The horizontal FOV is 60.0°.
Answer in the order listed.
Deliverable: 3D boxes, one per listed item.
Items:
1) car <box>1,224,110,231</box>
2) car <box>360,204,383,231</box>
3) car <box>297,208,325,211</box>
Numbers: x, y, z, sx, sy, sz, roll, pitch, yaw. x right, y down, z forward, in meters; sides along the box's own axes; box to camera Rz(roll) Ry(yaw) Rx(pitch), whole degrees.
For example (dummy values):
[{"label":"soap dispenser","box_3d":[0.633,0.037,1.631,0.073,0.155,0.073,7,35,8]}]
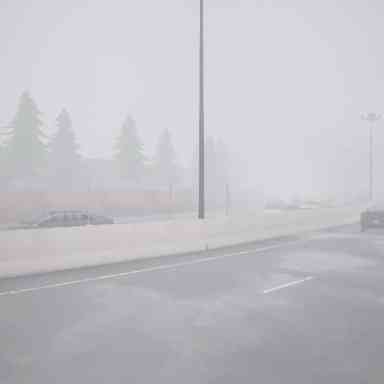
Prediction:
[{"label":"car","box_3d":[-5.462,1.491,13.294,4.902,1.511,2.128,0,0,-40]},{"label":"car","box_3d":[11.425,1.478,19.475,1.882,1.535,5.008,0,-1,42]},{"label":"car","box_3d":[11.247,1.477,30.554,1.882,1.535,5.008,0,0,36]}]
